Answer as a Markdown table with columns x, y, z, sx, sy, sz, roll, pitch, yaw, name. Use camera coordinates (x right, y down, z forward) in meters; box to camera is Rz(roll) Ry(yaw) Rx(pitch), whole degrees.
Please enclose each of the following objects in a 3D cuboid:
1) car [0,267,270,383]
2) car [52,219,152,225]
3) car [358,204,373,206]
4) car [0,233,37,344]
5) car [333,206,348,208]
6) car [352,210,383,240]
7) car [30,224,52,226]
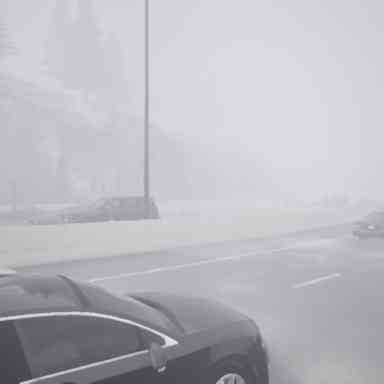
| x | y | z | sx | sy | sz | roll | pitch | yaw | name |
| --- | --- | --- | --- | --- | --- | --- | --- | --- | --- |
| -1.411 | 1.513 | 2.841 | 4.892 | 1.490 | 1.837 | 0 | 0 | -36 | car |
| -4.388 | 1.269 | 18.343 | 5.566 | 2.045 | 2.150 | 0 | 0 | -38 | car |
| 24.303 | 1.650 | 46.691 | 2.033 | 1.411 | 5.357 | 0 | 0 | 39 | car |
| -4.885 | 1.540 | 4.658 | 4.674 | 1.442 | 1.812 | 0 | 0 | -35 | car |
| 21.310 | 1.330 | 48.575 | 2.150 | 2.045 | 5.566 | 0 | 0 | 39 | car |
| 9.667 | 1.582 | 16.068 | 5.357 | 1.411 | 2.033 | 0 | 0 | -41 | car |
| -7.164 | 1.602 | 20.591 | 5.357 | 1.411 | 2.033 | 0 | 0 | -38 | car |
